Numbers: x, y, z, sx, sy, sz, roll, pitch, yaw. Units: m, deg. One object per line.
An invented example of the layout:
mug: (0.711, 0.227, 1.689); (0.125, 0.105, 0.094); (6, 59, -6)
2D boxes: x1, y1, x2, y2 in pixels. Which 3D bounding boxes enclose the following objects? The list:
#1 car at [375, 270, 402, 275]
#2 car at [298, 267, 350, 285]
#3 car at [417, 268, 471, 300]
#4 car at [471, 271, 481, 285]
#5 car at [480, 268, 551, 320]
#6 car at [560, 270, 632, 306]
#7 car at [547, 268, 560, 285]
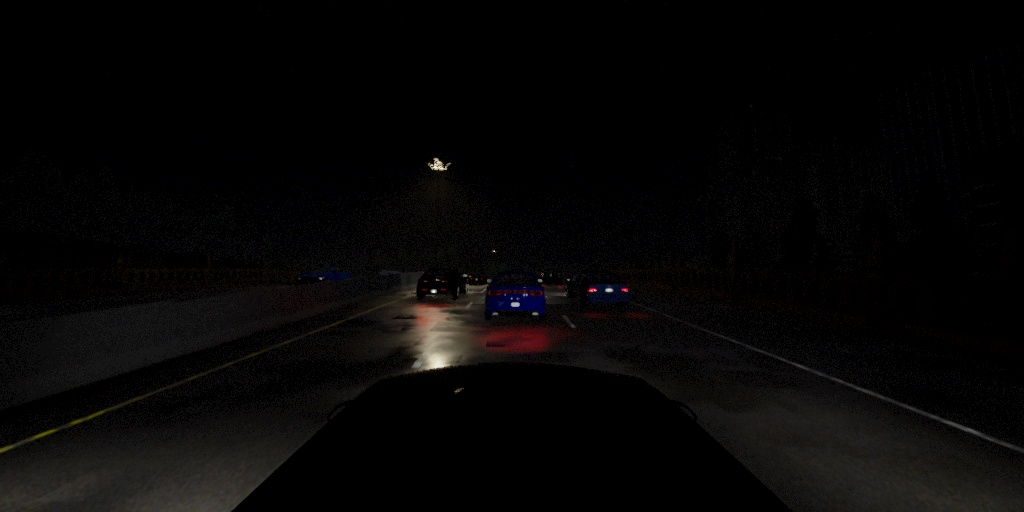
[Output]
car: (-10.606, 1.886, 31.233); (2.033, 1.411, 5.357); (0, -4, 0)
car: (-14.103, 1.586, 27.212); (1.882, 1.535, 5.008); (0, -3, 0)
car: (-3.404, 1.315, 18.027); (1.837, 1.490, 4.892); (0, -1, 0)
car: (-3.421, 2.287, 36.809); (1.812, 1.442, 4.674); (0, -5, 0)
car: (0.097, 1.252, 12.823); (1.882, 1.535, 5.008); (0, 0, 0)
car: (3.596, 1.335, 15.779); (2.033, 1.411, 5.357); (0, 0, 0)
car: (3.592, 1.977, 35.168); (2.097, 1.767, 4.553); (0, -5, 0)
